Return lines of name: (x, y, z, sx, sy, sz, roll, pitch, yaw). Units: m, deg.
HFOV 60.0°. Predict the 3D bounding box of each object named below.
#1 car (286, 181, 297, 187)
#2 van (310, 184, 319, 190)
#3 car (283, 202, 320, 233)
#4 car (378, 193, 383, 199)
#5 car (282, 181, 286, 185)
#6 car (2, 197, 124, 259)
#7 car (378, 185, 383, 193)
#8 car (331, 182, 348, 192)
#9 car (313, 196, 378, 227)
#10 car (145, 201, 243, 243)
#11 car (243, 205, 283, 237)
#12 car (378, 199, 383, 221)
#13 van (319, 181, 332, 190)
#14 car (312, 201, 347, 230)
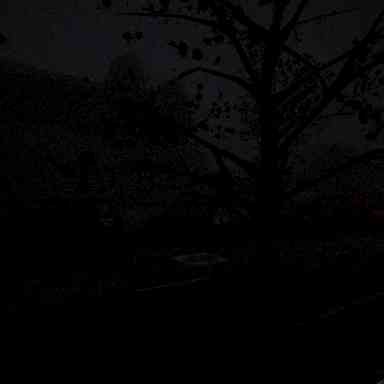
car: (25.499, -1.857, 81.939, 2.002, 1.452, 4.674, 7, 3, 35)
van: (28.902, -1.578, 76.886, 1.878, 1.987, 4.442, 7, 3, 35)
car: (4.695, 1.521, 19.875, 4.892, 1.521, 2.231, -1, -1, 35)
car: (16.917, 1.335, 28.575, 5.566, 2.045, 2.435, -1, -1, 35)
car: (23.758, -2.130, 84.403, 2.002, 1.452, 4.674, 7, 3, 35)
car: (-5.109, 1.241, 12.918, 5.566, 2.045, 2.435, -1, 0, 35)
car: (37.594, -0.241, 64.661, 2.435, 2.045, 5.566, 7, 3, 35)
car: (32.388, -0.807, 72.050, 2.231, 1.521, 4.892, 7, 3, 35)
car: (9.562, 1.293, 23.365, 5.566, 2.045, 2.435, -1, -1, 35)
car: (-0.168, 1.375, 16.367, 4.553, 1.767, 2.185, -1, -1, 35)
car: (2.228, 1.384, 18.150, 4.553, 1.767, 2.185, -1, -1, 35)
car: (11.881, 1.557, 25.191, 5.366, 1.575, 1.946, -1, -1, 35)
van: (30.630, -1.305, 74.414, 1.878, 1.987, 4.442, 7, 3, 35)
car: (7.116, 1.561, 21.620, 4.792, 1.488, 2.163, -1, -1, 35)
